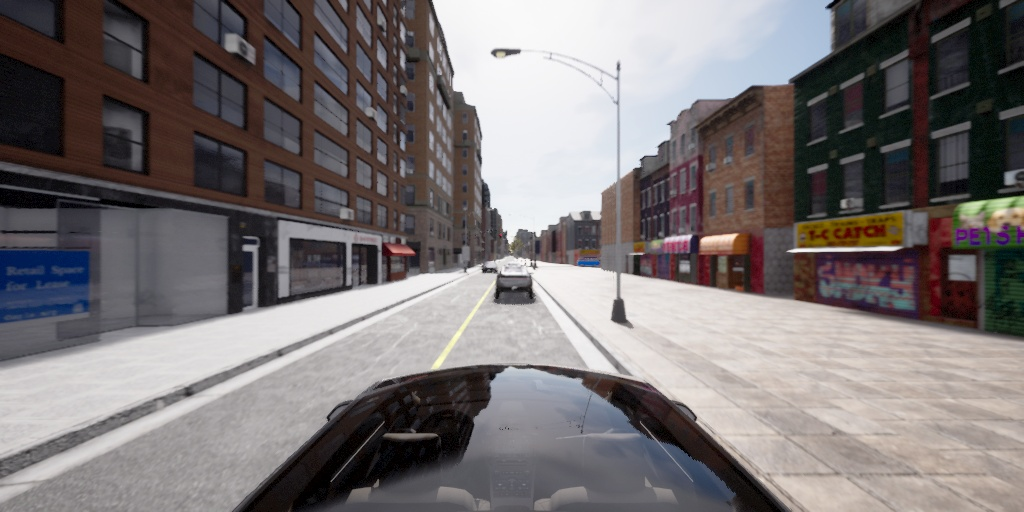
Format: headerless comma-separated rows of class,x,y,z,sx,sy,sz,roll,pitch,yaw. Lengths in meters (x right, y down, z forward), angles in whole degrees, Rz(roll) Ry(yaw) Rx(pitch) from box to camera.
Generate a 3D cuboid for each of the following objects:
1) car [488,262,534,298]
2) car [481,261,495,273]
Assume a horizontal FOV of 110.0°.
car,0.107,1.256,18.598,2.128,1.511,4.902,0,0,0
car,-2.736,1.352,44.958,2.033,1.411,5.357,0,0,0
